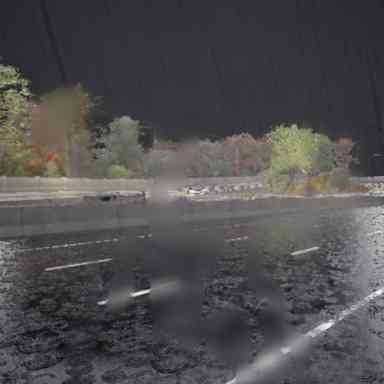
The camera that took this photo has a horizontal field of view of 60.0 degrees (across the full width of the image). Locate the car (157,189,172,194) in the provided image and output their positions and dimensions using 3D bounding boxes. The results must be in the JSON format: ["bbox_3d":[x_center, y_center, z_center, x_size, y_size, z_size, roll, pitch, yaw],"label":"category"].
[{"bbox_3d":[-5.270,0.304,58.213,2.128,1.511,4.902,0,2,24],"label":"car"}]

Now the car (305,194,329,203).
[{"bbox_3d":[23.340,1.129,61.967,4.902,1.511,2.128,-1,1,-43],"label":"car"}]

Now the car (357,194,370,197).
[{"bbox_3d":[30.322,1.183,58.951,4.892,1.490,1.837,0,1,-44],"label":"car"}]

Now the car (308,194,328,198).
[{"bbox_3d":[18.554,1.231,47.763,4.674,1.442,1.812,0,0,-43],"label":"car"}]

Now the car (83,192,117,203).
[{"bbox_3d":[-11.829,0.696,42.788,1.895,1.301,4.718,0,1,24],"label":"car"}]

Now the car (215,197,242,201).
[{"bbox_3d":[3.526,1.238,33.480,4.902,1.511,2.128,0,1,-44],"label":"car"}]

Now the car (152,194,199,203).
[{"bbox_3d":[-1.810,1.196,38.065,5.357,1.411,2.033,2,-1,-44],"label":"car"}]

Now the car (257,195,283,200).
[{"bbox_3d":[12.009,1.199,51.208,5.357,1.411,2.033,0,1,-43],"label":"car"}]

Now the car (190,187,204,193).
[{"bbox_3d":[1.137,-0.194,72.186,1.837,1.490,4.892,0,2,25],"label":"car"}]
